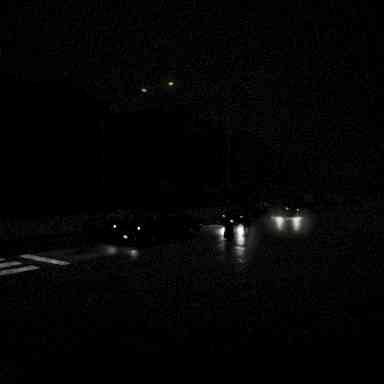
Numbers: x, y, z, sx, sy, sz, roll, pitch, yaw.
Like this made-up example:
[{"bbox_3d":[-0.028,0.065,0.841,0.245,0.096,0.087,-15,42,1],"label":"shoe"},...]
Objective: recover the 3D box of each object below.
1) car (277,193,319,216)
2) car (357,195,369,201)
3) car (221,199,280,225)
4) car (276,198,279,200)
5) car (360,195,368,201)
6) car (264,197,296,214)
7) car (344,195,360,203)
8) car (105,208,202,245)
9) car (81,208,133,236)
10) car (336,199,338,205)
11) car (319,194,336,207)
[{"bbox_3d":[10.207,1.157,32.330,2.150,2.045,5.566,0,0,36],"label":"car"},{"bbox_3d":[42.287,1.518,82.137,1.887,1.381,4.507,0,0,35],"label":"car"},{"bbox_3d":[4.118,1.493,23.729,2.033,1.411,5.357,0,0,36],"label":"car"},{"bbox_3d":[6.230,1.521,31.117,1.802,1.307,4.206,0,0,35],"label":"car"},{"bbox_3d":[38.911,1.485,77.361,1.752,1.417,4.829,0,0,35],"label":"car"},{"bbox_3d":[9.508,1.377,35.755,1.967,1.590,4.097,0,0,35],"label":"car"},{"bbox_3d":[32.454,1.507,68.223,1.947,1.339,4.313,0,0,35],"label":"car"},{"bbox_3d":[-1.527,1.564,15.749,1.895,1.301,4.718,0,0,35],"label":"car"},{"bbox_3d":[-3.603,1.515,17.203,2.008,1.369,4.403,0,0,35],"label":"car"},{"bbox_3d":[22.620,1.498,54.308,1.947,1.339,4.313,0,0,35],"label":"car"},{"bbox_3d":[19.342,1.248,49.670,2.192,1.841,5.009,0,0,35],"label":"car"}]
